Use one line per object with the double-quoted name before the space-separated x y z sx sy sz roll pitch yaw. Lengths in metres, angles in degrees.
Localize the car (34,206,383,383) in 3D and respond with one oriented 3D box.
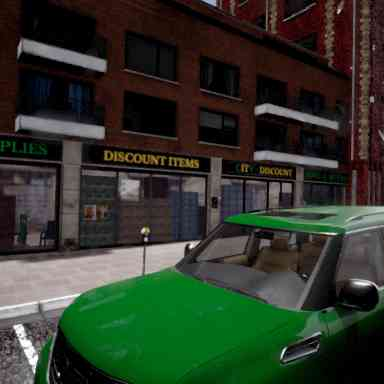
"car" 1.272 1.224 3.851 5.566 2.045 2.150 0 0 -35
